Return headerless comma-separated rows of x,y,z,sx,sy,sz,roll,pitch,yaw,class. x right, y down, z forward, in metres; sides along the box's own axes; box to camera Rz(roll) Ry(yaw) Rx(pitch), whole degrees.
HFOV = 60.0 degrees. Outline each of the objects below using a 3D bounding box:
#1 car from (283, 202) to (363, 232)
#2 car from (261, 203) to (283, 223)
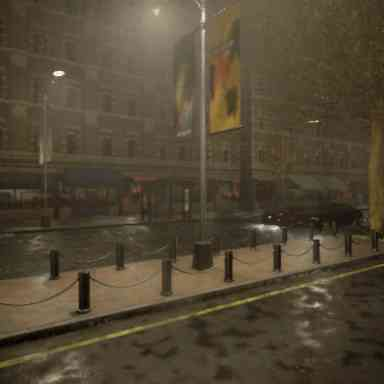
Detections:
7.787,1.353,19.091,5.008,1.535,1.882,0,0,-35,car
6.654,1.422,22.561,4.181,1.385,1.994,0,0,-35,car
